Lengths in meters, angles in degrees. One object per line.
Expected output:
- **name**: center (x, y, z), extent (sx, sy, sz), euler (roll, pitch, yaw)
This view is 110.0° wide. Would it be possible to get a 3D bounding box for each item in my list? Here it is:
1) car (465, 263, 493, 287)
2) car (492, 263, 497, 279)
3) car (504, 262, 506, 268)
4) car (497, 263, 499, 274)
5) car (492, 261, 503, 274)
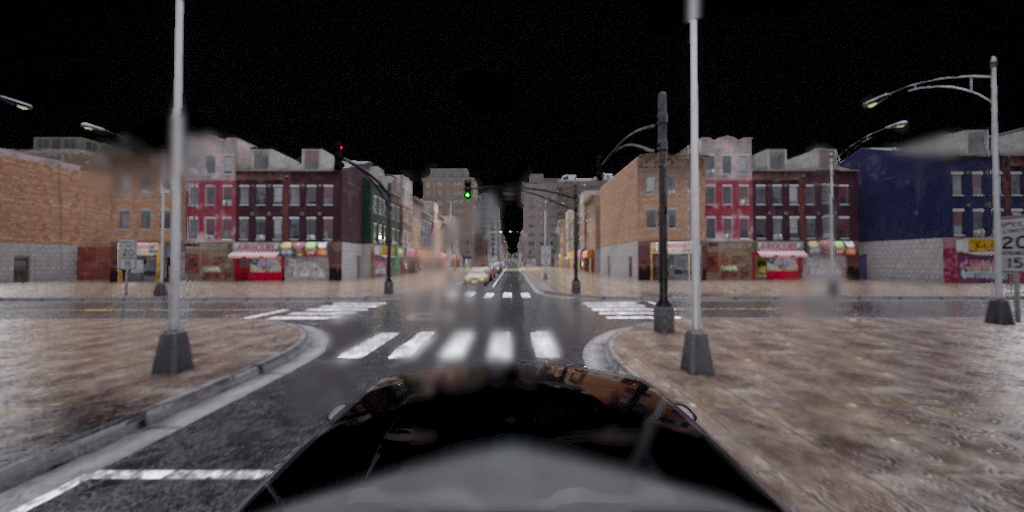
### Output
- **car**: center (-2.641, 1.539, 27.718), extent (1.751, 1.417, 4.829), euler (0, 0, 0)
- **car**: center (-2.642, 1.619, 33.493), extent (1.888, 1.381, 4.507), euler (0, 0, 0)
- **car**: center (-2.648, 1.717, 61.517), extent (2.192, 1.841, 5.009), euler (0, 0, 0)
- **car**: center (-2.644, 1.719, 39.097), extent (1.802, 1.307, 4.207), euler (0, 0, 0)
- **car**: center (-2.646, 1.707, 50.307), extent (1.967, 1.591, 4.097), euler (0, 0, 0)
